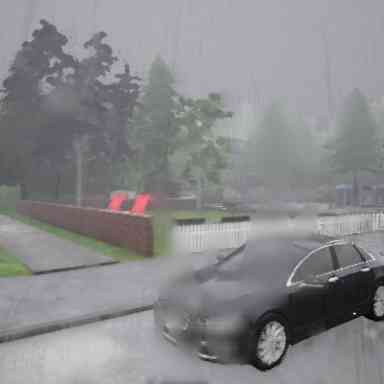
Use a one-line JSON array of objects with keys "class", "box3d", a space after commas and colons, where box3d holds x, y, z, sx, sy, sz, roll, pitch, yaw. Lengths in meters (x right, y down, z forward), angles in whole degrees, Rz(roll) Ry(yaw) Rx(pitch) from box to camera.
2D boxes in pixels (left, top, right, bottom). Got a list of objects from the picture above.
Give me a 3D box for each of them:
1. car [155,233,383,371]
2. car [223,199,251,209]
[{"class": "car", "box3d": [1.697, 1.540, 5.814, 4.892, 1.490, 1.837, 1, 0, -35]}, {"class": "car", "box3d": [6.608, 1.749, 49.136, 2.128, 1.511, 4.902, 1, 0, -36]}]
